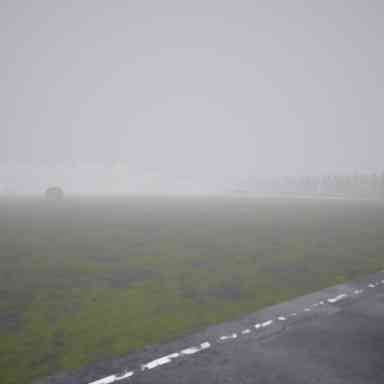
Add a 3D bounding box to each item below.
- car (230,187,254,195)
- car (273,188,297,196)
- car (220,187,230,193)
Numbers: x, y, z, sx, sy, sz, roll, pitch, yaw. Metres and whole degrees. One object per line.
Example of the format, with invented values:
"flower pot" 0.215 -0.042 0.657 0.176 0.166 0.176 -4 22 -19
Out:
"car" 10.683 -0.137 68.573 1.882 1.535 5.008 0 1 -36
"car" 17.664 0.018 63.564 2.128 1.511 4.902 0 1 -36
"car" 8.431 -0.367 76.425 1.994 1.385 4.181 0 1 -36
